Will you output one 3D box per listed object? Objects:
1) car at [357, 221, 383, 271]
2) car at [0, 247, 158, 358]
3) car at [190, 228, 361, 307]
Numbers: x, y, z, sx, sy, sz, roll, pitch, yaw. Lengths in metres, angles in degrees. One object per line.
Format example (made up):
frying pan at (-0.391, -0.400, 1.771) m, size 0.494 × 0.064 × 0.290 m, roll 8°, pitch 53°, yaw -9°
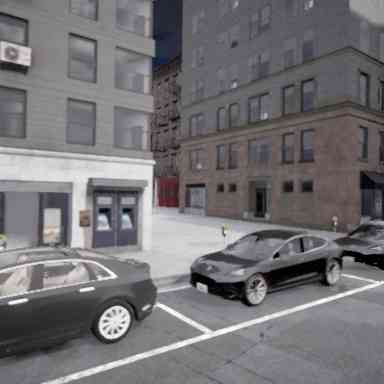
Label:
car at (6.600, 1.717, 11.487) m, size 4.313 × 1.339 × 1.947 m, roll 1°, pitch 0°, yaw -36°
car at (-2.625, 1.559, 4.883) m, size 4.403 × 1.369 × 2.008 m, roll 1°, pitch 0°, yaw -36°
car at (1.988, 1.646, 8.185) m, size 4.313 × 1.339 × 1.947 m, roll 1°, pitch 0°, yaw -36°
